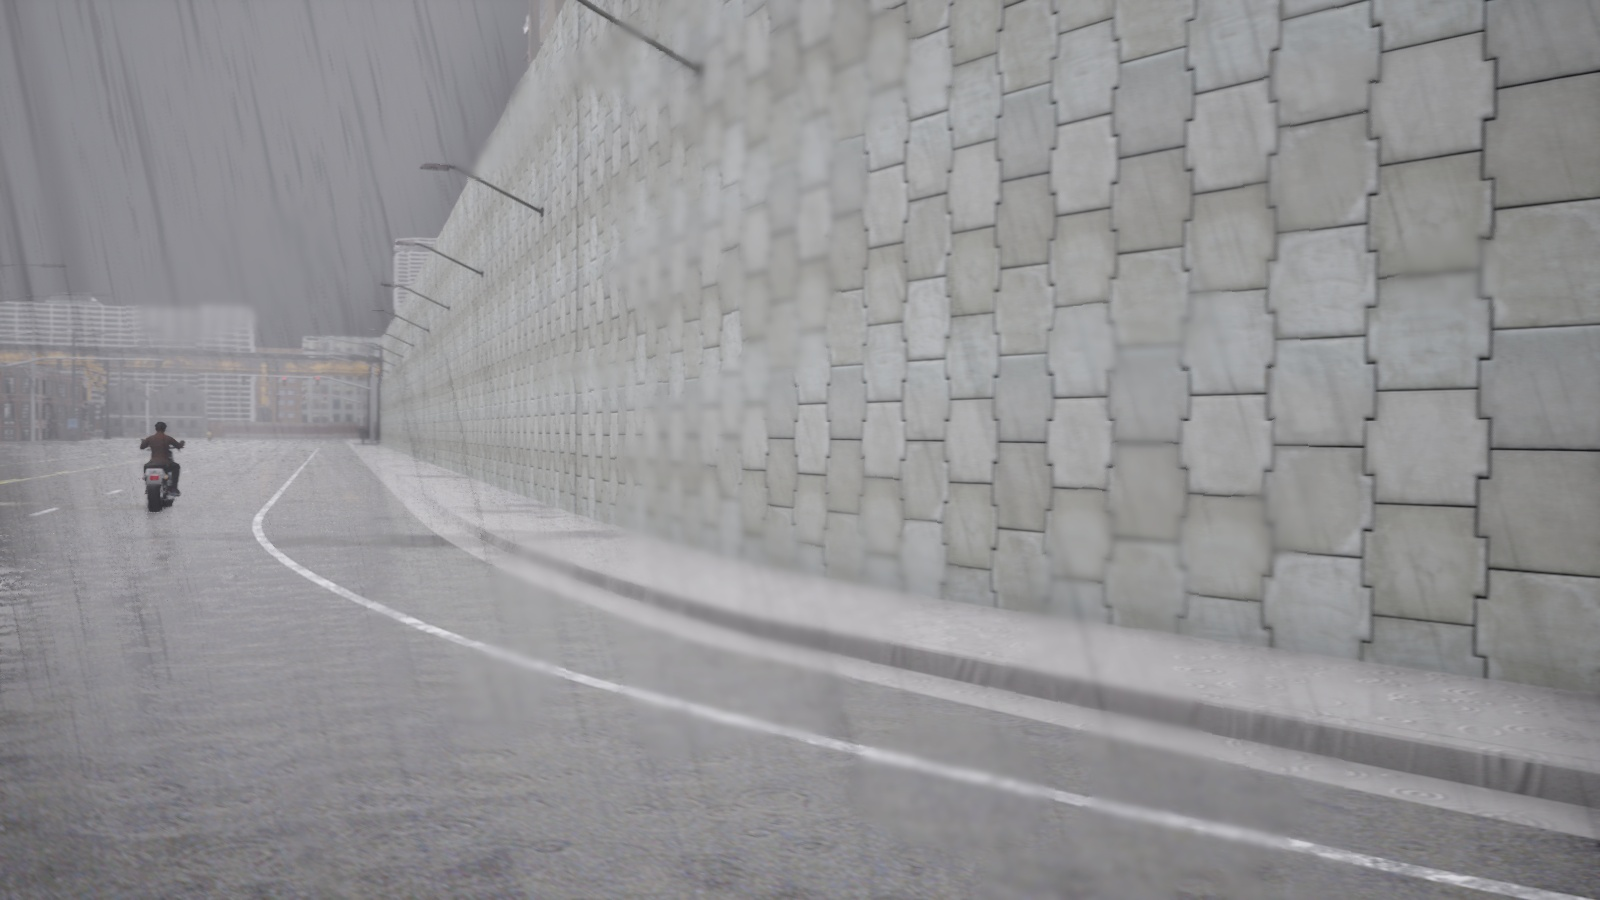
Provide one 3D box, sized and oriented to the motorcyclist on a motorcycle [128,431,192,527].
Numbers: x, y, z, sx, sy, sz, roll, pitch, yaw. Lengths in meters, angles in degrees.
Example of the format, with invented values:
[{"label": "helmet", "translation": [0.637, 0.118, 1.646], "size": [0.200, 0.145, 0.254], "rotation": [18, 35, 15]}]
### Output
[{"label": "motorcyclist on a motorcycle", "translation": [-11.657, 0.493, 22.925], "size": [0.766, 1.649, 2.350], "rotation": [-1, 1, -21]}]
